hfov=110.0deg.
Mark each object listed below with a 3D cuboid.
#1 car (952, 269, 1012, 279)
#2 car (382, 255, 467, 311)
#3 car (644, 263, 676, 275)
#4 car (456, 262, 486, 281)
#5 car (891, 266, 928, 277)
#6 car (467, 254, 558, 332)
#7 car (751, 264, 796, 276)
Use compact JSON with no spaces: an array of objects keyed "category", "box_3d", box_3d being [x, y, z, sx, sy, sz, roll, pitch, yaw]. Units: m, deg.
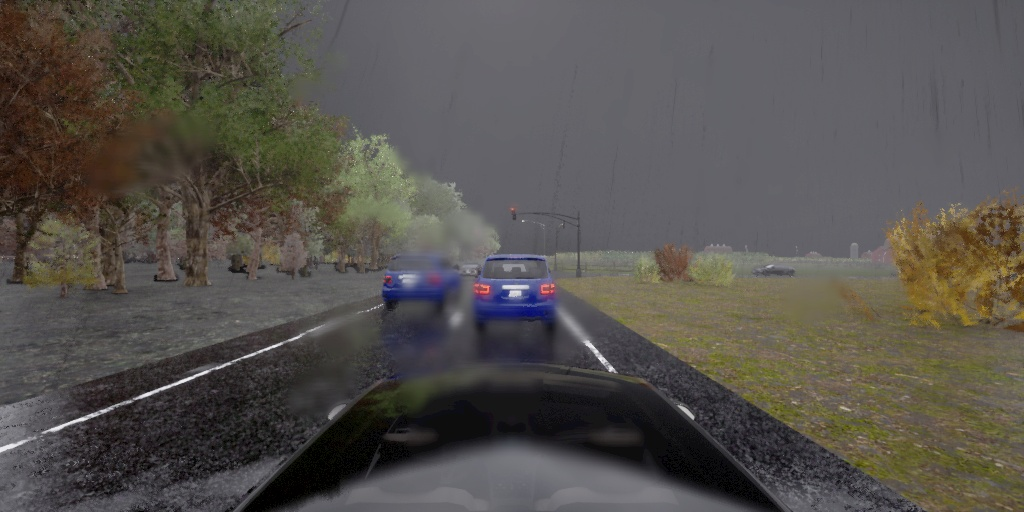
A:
[{"category":"car","box_3d":[50.983,1.851,39.284,5.357,1.411,2.033,1,-1,1]},{"category":"car","box_3d":[-3.418,0.973,14.632,2.150,2.045,5.566,0,0,1]},{"category":"car","box_3d":[17.656,1.526,43.058,4.674,1.442,1.812,1,-1,1]},{"category":"car","box_3d":[-3.430,1.304,30.970,2.033,1.411,5.357,0,0,0]},{"category":"car","box_3d":[48.259,1.859,42.875,4.674,1.442,1.812,1,-1,1]},{"category":"car","box_3d":[0.090,0.974,11.065,2.150,2.045,5.566,0,0,0]},{"category":"car","box_3d":[31.310,1.675,42.973,4.674,1.442,1.812,1,-1,0]}]
